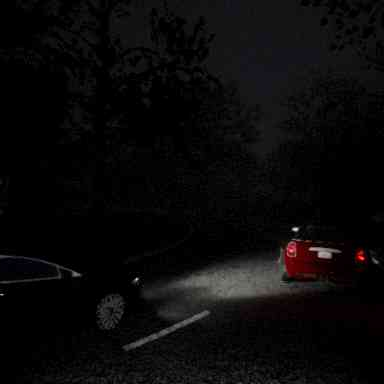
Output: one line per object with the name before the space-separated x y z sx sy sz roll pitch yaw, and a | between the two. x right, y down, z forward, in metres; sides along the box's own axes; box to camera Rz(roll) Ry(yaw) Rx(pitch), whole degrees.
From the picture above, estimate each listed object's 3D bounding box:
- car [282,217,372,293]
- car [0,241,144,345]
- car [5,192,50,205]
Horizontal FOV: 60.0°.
car | 4.084 1.548 10.026 2.097 1.767 4.553 2 1 24
car | -3.070 1.557 5.256 4.902 1.511 2.128 1 1 -41
car | -19.410 0.740 39.394 4.902 1.511 2.128 2 0 -7
